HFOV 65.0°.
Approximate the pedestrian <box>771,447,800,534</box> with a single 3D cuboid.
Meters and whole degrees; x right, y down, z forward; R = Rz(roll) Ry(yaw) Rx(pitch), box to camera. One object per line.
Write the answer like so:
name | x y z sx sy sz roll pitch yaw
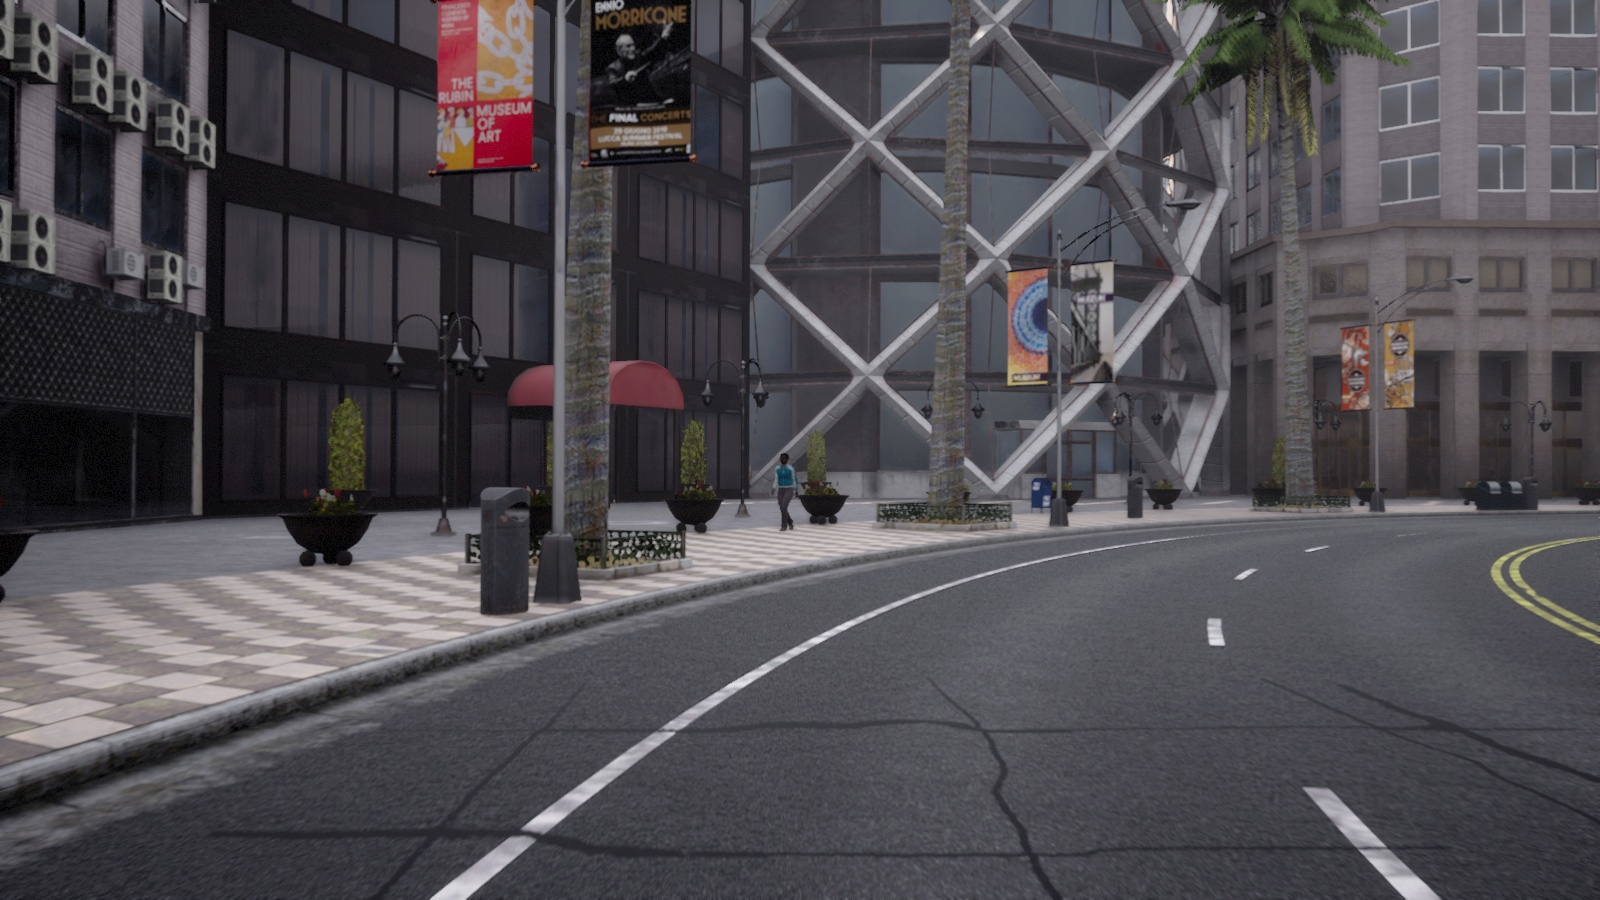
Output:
pedestrian | -0.323 0.900 28.359 0.396 1.930 0.692 -1 -1 24
